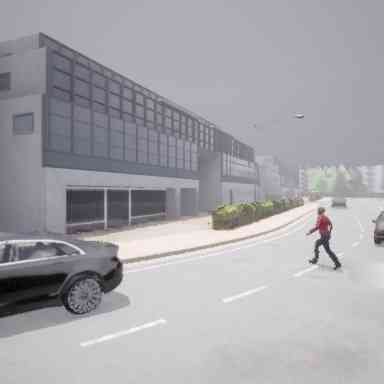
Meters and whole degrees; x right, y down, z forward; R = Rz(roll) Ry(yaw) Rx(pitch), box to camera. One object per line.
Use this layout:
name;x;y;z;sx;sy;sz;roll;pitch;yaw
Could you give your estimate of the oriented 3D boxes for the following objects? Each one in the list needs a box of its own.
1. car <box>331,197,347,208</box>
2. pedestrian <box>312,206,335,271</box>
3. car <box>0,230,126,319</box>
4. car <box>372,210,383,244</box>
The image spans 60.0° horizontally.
car;20.916;1.478;47.209;1.882;1.535;5.008;0;0;25
pedestrian;3.843;1.294;9.733;0.375;1.860;0.375;0;0;41
car;-3.600;1.491;5.888;4.902;1.511;2.128;0;0;-38
car;9.572;1.547;15.493;2.033;1.411;5.357;0;0;30
